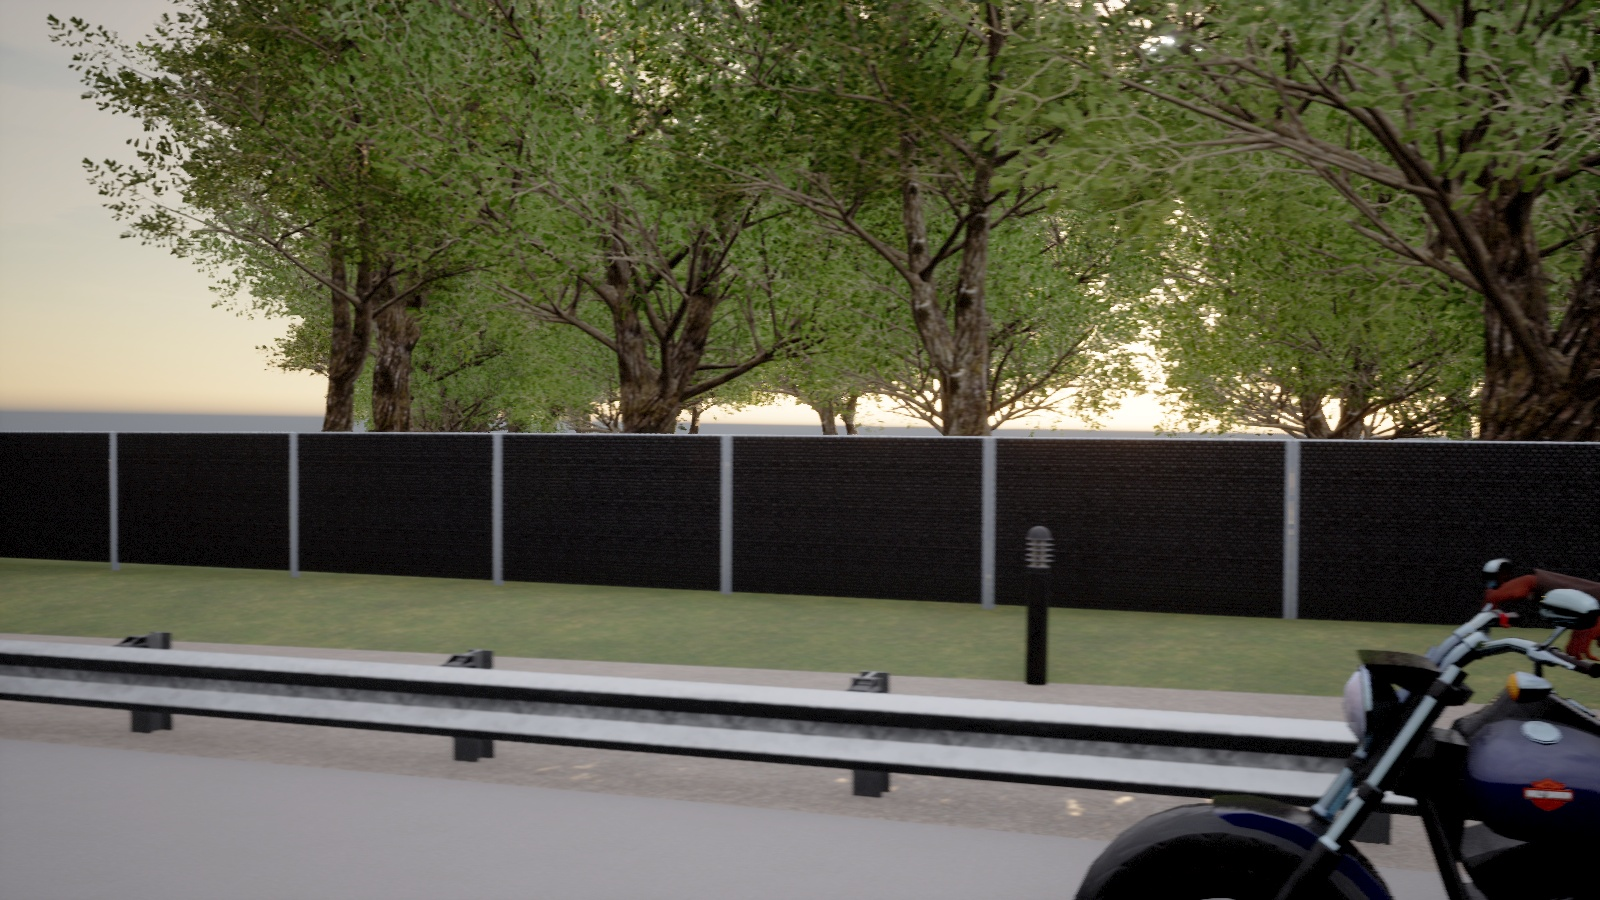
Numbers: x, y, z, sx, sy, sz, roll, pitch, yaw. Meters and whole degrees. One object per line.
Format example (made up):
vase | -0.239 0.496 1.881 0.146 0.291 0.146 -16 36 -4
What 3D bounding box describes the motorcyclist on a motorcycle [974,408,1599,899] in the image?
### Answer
motorcyclist on a motorcycle | 1.606 0.744 2.654 2.350 1.649 0.766 0 1 19
